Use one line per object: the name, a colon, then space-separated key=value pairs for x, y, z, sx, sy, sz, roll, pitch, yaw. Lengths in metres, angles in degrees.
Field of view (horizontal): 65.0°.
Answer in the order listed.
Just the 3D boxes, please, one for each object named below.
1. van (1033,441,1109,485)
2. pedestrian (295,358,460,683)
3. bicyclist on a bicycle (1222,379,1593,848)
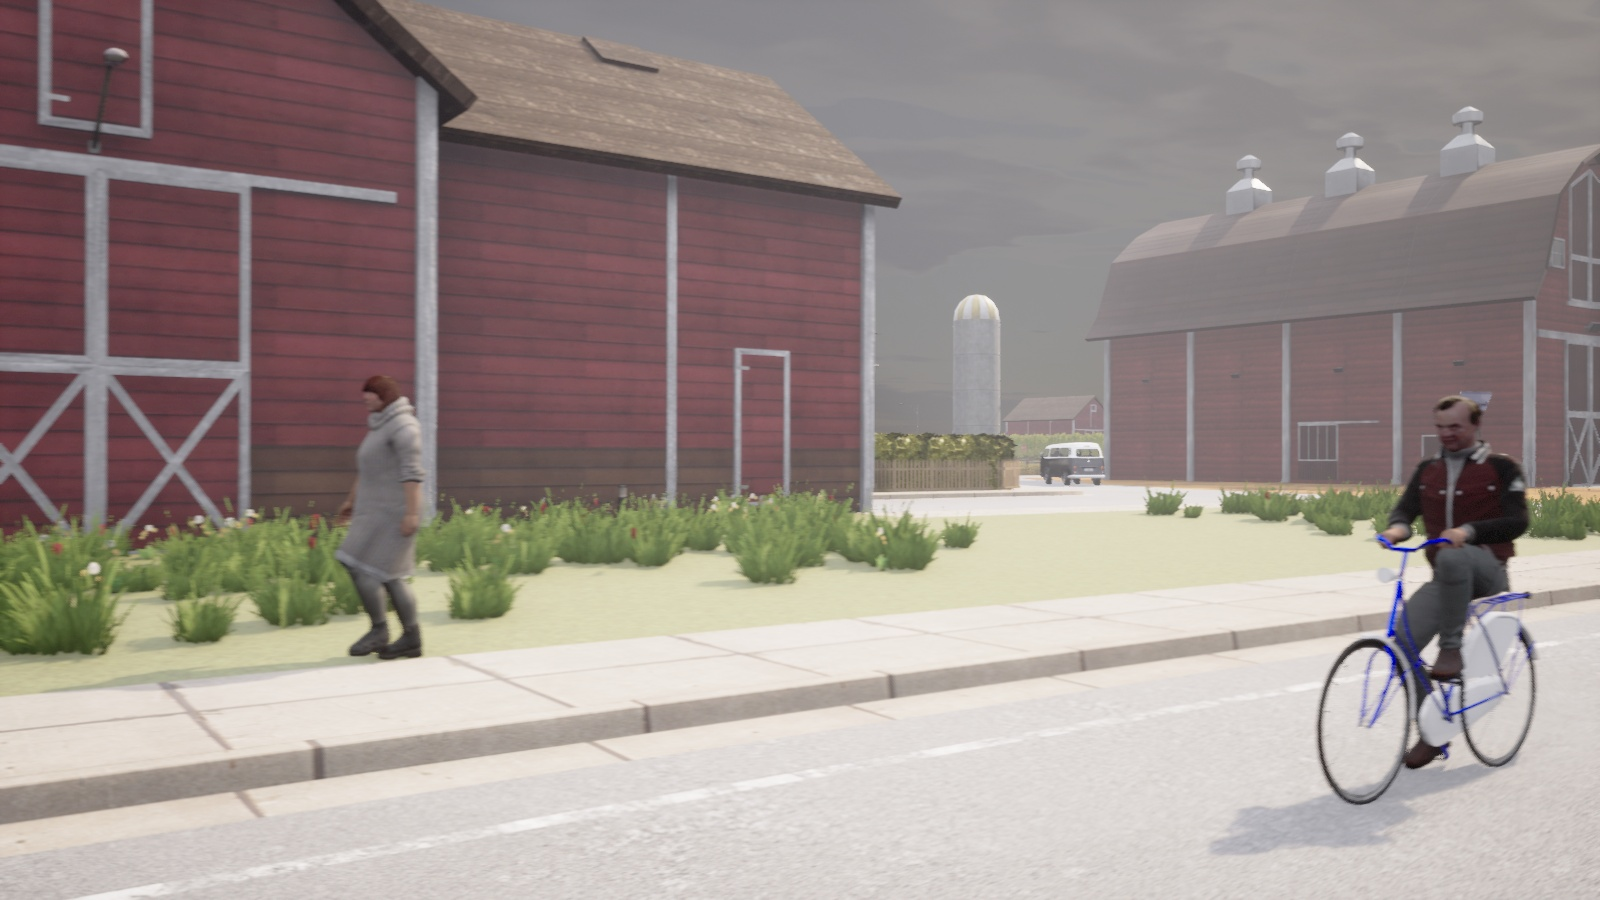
van: x=13.052 y=0.619 z=60.718 sx=2.069 sy=2.038 sz=4.480 roll=0 pitch=0 yaw=-9
pedestrian: x=-2.711 y=0.426 z=8.044 sx=0.873 sy=1.952 sz=0.659 roll=0 pitch=0 yaw=-31
bicyclist on a bicycle: x=2.726 y=0.623 z=5.558 sx=1.843 sy=1.776 sz=0.659 roll=0 pitch=0 yaw=-35
